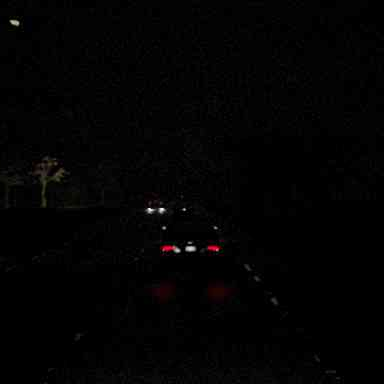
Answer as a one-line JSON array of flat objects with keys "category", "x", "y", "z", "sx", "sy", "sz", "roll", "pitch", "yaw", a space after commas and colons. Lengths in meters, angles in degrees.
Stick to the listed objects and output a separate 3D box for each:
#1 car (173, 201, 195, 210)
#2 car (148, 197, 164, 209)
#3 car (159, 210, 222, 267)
[{"category": "car", "x": -0.789, "y": 1.560, "z": 32.174, "sx": 1.994, "sy": 1.385, "sz": 4.181, "roll": 0, "pitch": 0, "yaw": -2}, {"category": "car", "x": -5.126, "y": 1.455, "z": 48.178, "sx": 2.097, "sy": 1.767, "sz": 4.553, "roll": 0, "pitch": -1, "yaw": -2}, {"category": "car", "x": -0.073, "y": 1.551, "z": 11.320, "sx": 2.033, "sy": 1.411, "sz": 5.357, "roll": 0, "pitch": 0, "yaw": -1}]
